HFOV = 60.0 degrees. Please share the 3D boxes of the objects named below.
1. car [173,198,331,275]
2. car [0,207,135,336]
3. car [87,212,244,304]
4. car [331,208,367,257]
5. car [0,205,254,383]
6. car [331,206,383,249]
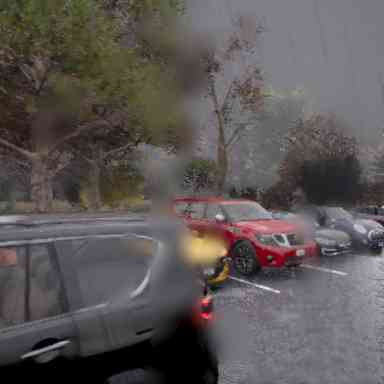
[{"bbox_3d":[1.217,1.225,10.892,2.435,2.045,5.566,0,0,-36],"label":"car"},{"bbox_3d":[-3.318,1.354,7.654,2.185,1.767,4.553,0,0,-35],"label":"car"},{"bbox_3d":[-1.071,1.478,9.300,2.097,1.535,5.008,0,0,-35],"label":"car"},{"bbox_3d":[3.464,1.475,12.536,2.231,1.521,4.892,0,0,-35],"label":"car"},{"bbox_3d":[-2.340,1.222,2.323,5.566,2.045,2.150,0,0,-35],"label":"car"},{"bbox_3d":[5.717,1.345,14.173,2.185,1.767,4.553,0,0,-35],"label":"car"}]
